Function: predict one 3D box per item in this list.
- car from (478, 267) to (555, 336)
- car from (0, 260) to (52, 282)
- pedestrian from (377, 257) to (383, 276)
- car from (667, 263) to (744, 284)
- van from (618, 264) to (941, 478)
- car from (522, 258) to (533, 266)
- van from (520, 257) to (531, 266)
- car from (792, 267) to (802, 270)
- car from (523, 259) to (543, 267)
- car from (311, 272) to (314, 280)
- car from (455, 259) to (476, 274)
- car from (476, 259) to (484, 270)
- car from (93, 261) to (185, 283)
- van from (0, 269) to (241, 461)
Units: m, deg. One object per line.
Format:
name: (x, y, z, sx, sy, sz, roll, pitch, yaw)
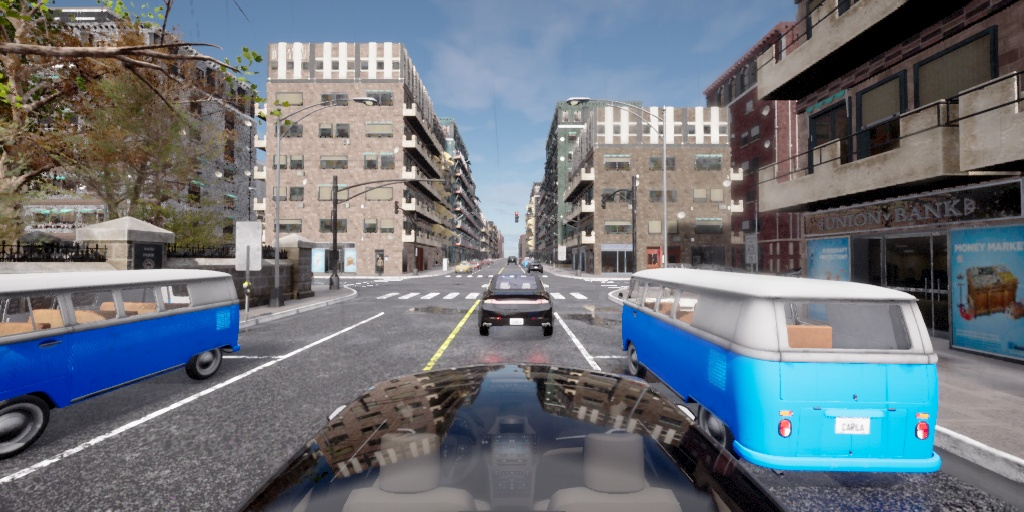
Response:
car: (0.103, 1.244, 10.390, 2.128, 1.511, 4.902, 0, 0, 0)
car: (-36.502, 1.045, 25.615, 4.892, 1.490, 1.837, 0, -1, 1)
pedestrian: (-12.526, 0.968, 34.054, 0.375, 1.860, 0.375, 0, -1, 1)
car: (15.102, 1.358, 28.175, 5.008, 1.535, 1.882, 0, -1, 1)
van: (2.660, 1.092, 4.659, 1.690, 1.789, 3.998, 0, 0, 0)
car: (2.710, 1.318, 48.249, 2.007, 1.370, 4.403, 0, 0, 0)
van: (2.715, 1.114, 59.533, 1.690, 1.789, 3.998, 0, 0, 0)
car: (25.003, 1.462, 28.052, 4.674, 1.442, 1.812, 0, -1, 1)
car: (2.708, 1.331, 42.606, 1.948, 1.339, 4.313, 0, 0, 0)
car: (-16.578, 1.000, 25.364, 4.553, 1.767, 2.097, 0, -1, 1)
car: (-5.673, 1.291, 42.439, 1.751, 1.417, 4.829, 0, 0, 0)
car: (-5.669, 1.210, 53.895, 1.967, 1.591, 4.097, 0, 0, 0)
car: (-26.404, 1.120, 25.483, 4.674, 1.442, 1.812, 0, -1, 1)
van: (-5.655, 1.092, 4.664, 1.690, 1.789, 3.998, 0, 0, 0)
